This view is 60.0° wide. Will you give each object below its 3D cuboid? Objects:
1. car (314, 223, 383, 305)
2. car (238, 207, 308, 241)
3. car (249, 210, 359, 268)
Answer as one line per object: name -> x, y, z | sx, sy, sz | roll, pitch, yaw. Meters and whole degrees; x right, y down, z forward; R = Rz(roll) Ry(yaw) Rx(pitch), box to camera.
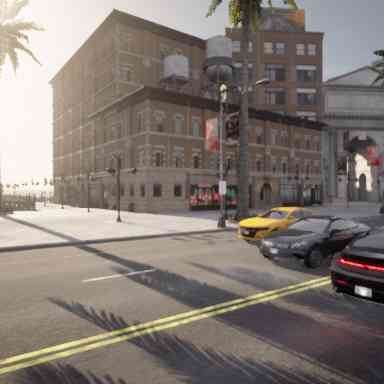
car -> 4.984, 1.500, 7.265 | 4.892, 1.490, 1.837 | 0, 0, -36
car -> 4.374, 1.470, 15.611 | 5.008, 1.535, 1.882 | 0, 0, -35
car -> 4.366, 1.519, 11.336 | 4.674, 1.442, 1.812 | 0, 0, -35
